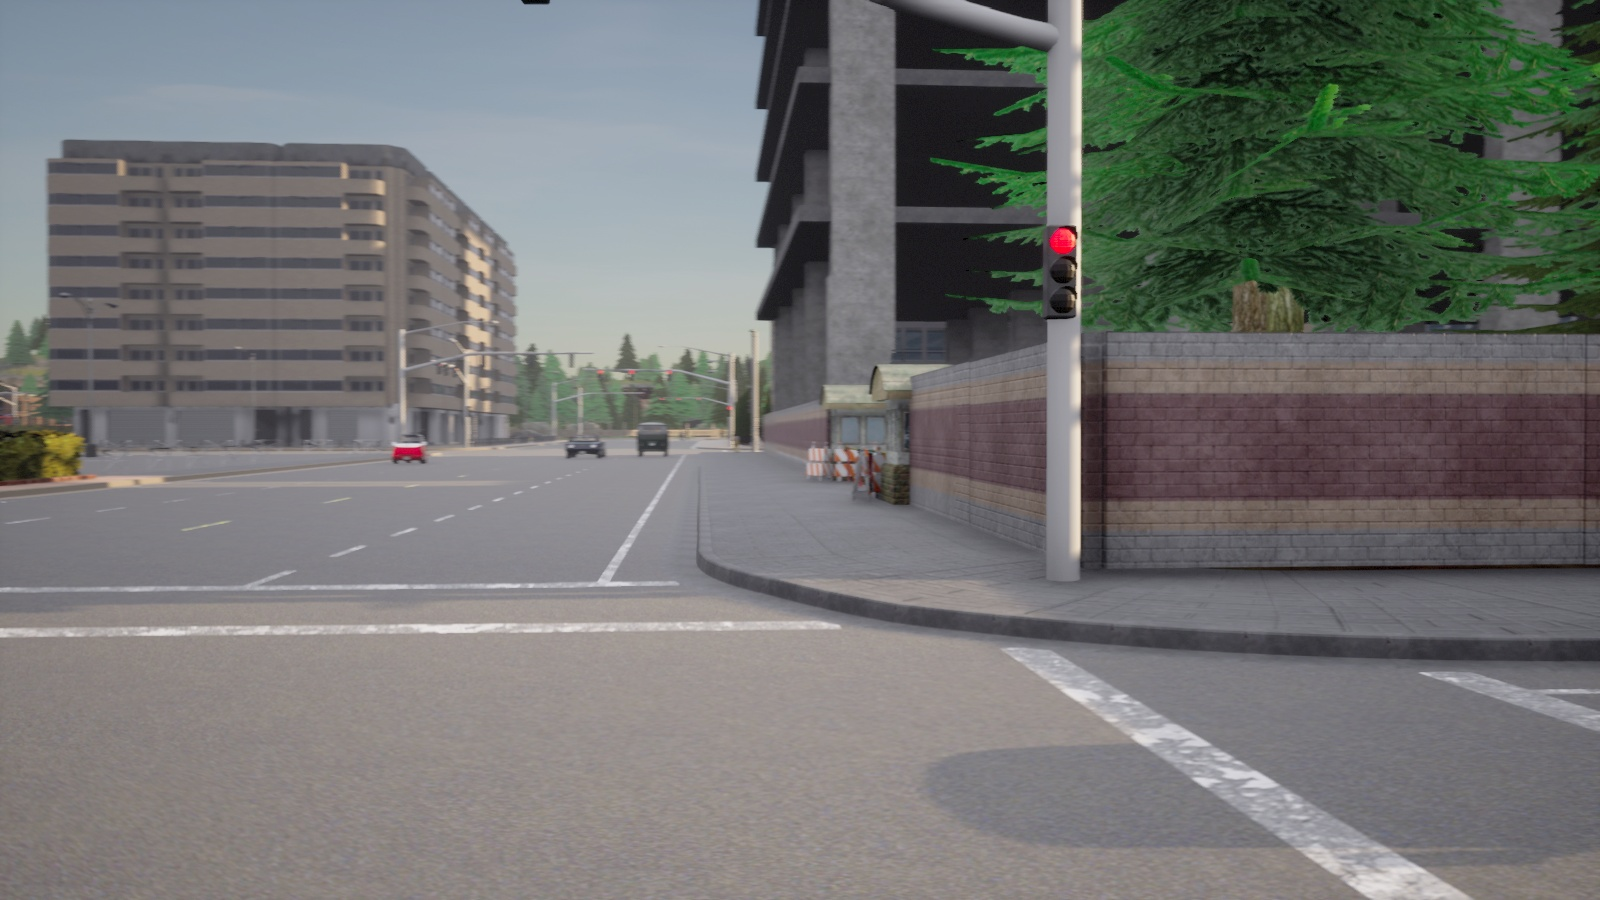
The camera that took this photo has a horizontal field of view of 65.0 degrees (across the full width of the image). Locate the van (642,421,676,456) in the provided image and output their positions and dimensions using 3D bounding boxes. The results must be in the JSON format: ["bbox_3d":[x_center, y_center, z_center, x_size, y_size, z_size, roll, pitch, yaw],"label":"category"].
[{"bbox_3d":[-8.198,-0.679,73.070,1.775,1.987,4.442,0,1,-4],"label":"van"}]

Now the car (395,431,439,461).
[{"bbox_3d":[-17.602,-0.193,57.773,1.481,1.376,2.207,0,1,-4],"label":"car"}]

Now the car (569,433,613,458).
[{"bbox_3d":[-11.390,-0.283,68.717,1.895,1.301,4.718,0,1,-4],"label":"car"}]
